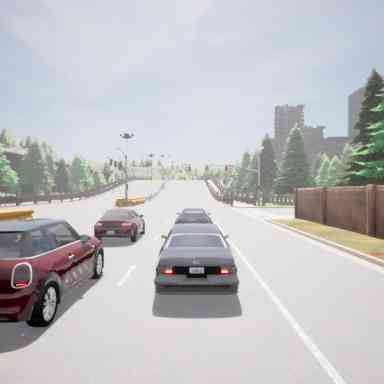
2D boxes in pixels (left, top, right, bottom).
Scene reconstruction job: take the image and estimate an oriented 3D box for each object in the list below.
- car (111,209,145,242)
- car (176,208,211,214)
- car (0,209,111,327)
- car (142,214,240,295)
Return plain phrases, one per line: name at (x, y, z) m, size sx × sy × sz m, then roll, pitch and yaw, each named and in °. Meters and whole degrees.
car at (-3.418, 1.526, 16.169) m, size 1.812 × 1.442 × 4.674 m, roll 0°, pitch 0°, yaw -1°
car at (0.084, 1.564, 18.124) m, size 1.994 × 1.385 × 4.181 m, roll 0°, pitch 0°, yaw 0°
car at (-3.408, 1.352, 7.175) m, size 2.097 × 1.767 × 4.553 m, roll 0°, pitch 0°, yaw 0°
car at (0.091, 1.547, 8.883) m, size 2.033 × 1.411 × 5.357 m, roll 0°, pitch 0°, yaw 0°
